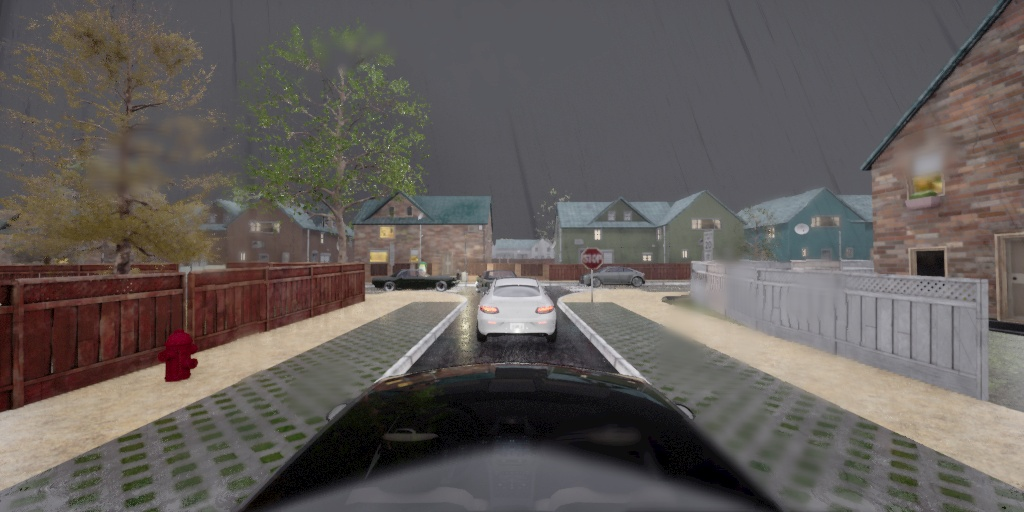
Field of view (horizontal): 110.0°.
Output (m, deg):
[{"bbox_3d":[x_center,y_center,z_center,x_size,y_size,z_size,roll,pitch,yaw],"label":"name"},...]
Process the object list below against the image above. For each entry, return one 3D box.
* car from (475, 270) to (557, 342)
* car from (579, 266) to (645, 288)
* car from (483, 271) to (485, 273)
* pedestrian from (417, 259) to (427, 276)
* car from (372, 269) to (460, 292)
[{"bbox_3d":[0.108,1.279,9.665,1.812,1.442,4.674,0,0,0],"label":"car"},{"bbox_3d":[6.552,1.344,23.655,4.181,1.385,1.994,0,-1,1],"label":"car"},{"bbox_3d":[-0.746,1.366,18.485,1.895,1.301,4.718,0,-1,-12],"label":"car"},{"bbox_3d":[-6.685,1.118,26.758,0.375,1.860,0.375,0,-1,1],"label":"pedestrian"},{"bbox_3d":[-5.470,1.416,20.872,4.718,1.301,1.895,-1,-1,1],"label":"car"}]
